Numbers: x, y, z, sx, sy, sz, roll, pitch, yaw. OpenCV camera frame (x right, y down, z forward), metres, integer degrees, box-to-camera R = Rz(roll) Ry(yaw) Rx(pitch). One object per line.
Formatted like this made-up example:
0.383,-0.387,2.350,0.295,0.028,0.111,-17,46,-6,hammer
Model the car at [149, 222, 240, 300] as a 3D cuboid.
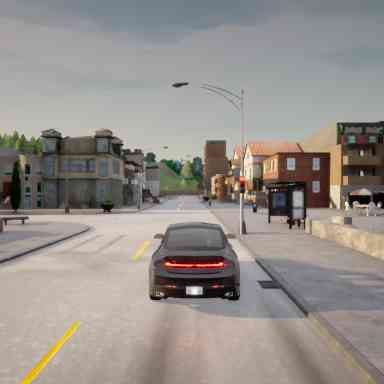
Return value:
0.068,1.505,8.337,1.837,1.490,4.892,0,0,1,car
